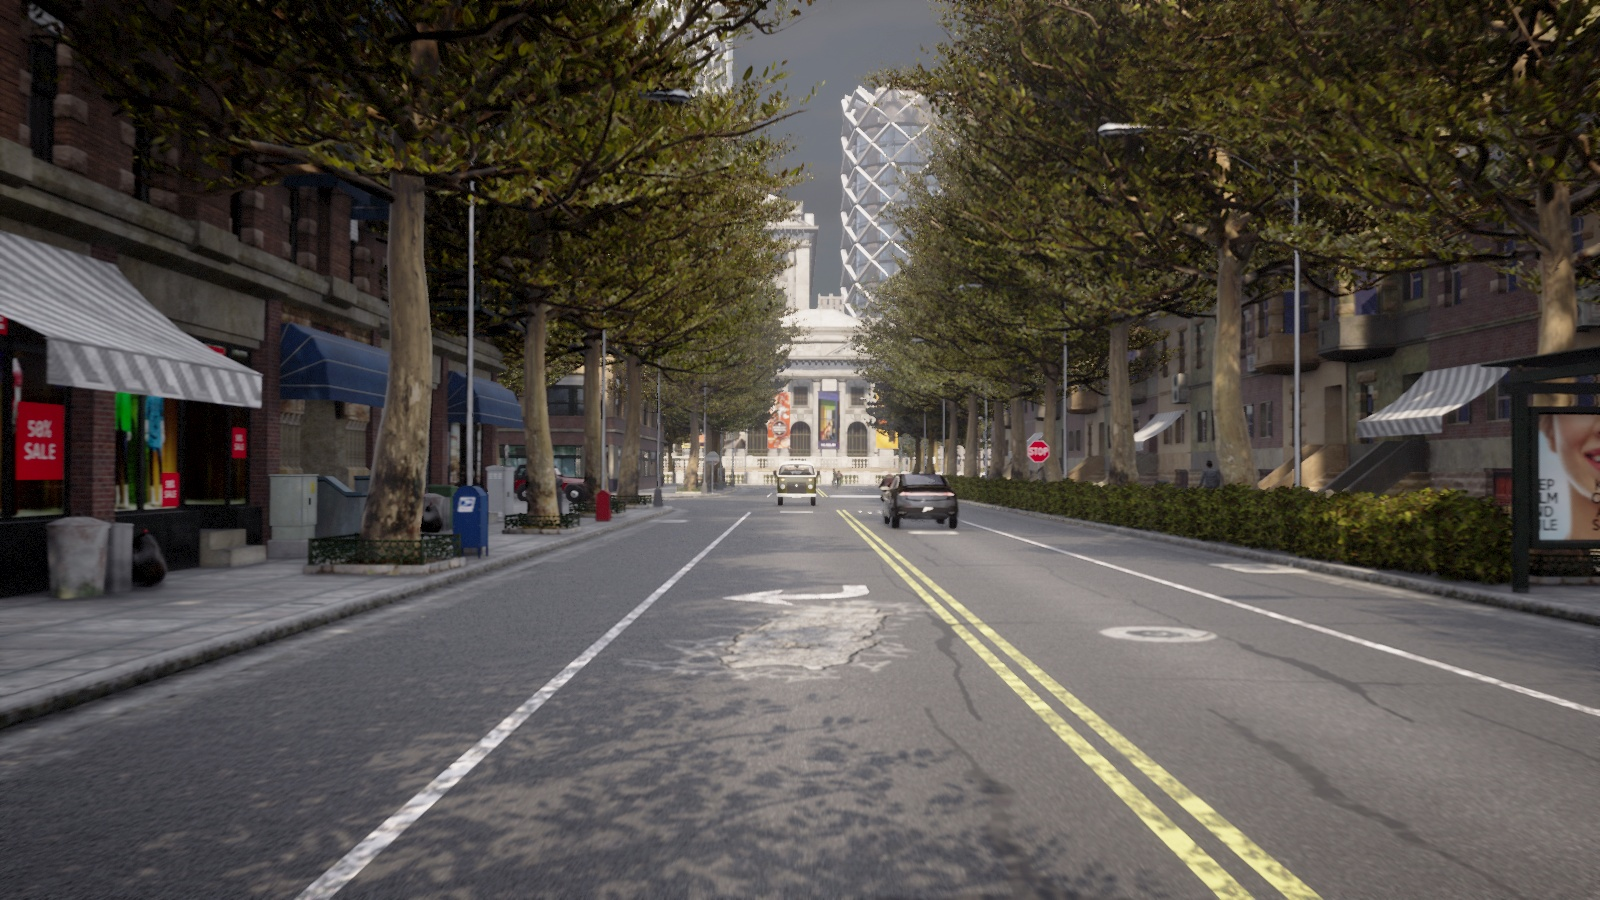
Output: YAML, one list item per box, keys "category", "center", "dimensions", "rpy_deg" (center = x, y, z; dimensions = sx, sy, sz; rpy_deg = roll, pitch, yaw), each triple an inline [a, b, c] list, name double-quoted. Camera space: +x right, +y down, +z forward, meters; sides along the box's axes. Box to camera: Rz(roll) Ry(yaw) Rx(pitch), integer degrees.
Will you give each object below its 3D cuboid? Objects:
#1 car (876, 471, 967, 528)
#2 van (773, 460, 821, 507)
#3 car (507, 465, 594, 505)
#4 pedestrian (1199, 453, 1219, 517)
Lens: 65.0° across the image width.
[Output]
- category: "car"
  center: [3.411, 1.362, 36.151]
  dimensions: [2.128, 1.511, 4.902]
  rpy_deg: [0, -1, 0]
- category: "van"
  center: [-0.140, 1.492, 56.983]
  dimensions: [2.069, 2.038, 4.480]
  rpy_deg: [0, -1, 0]
- category: "car"
  center: [-11.995, 1.673, 60.583]
  dimensions: [3.866, 1.878, 1.905]
  rpy_deg: [0, -1, -1]
- category: "pedestrian"
  center: [12.599, 1.069, 38.728]
  dimensions: [0.423, 1.949, 0.788]
  rpy_deg: [0, -1, 7]
